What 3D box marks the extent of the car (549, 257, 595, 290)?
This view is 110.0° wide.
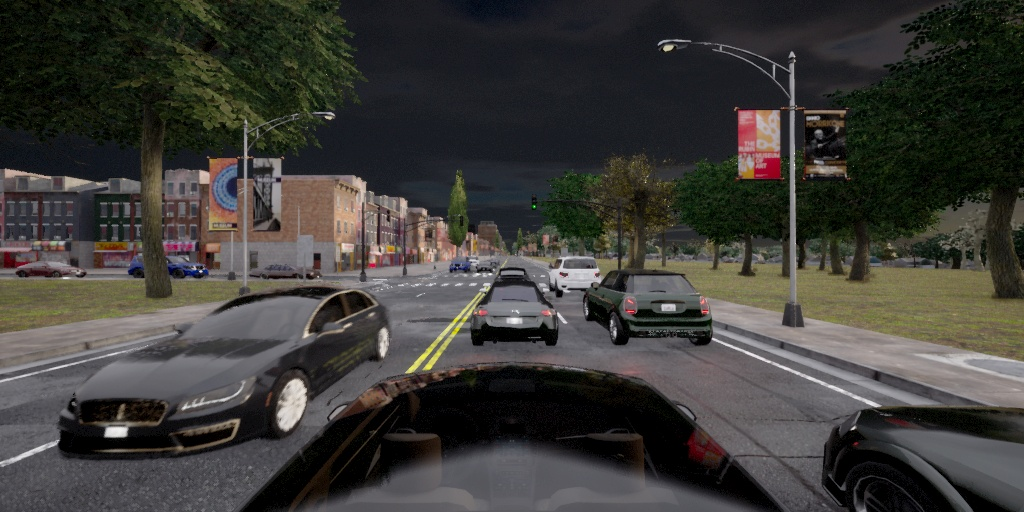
[{"bbox_3d":[3.268,1.054,19.406,2.150,2.045,5.566,0,0,0],"label":"car"}]

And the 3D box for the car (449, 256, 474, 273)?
[{"bbox_3d":[-6.670,1.081,46.578,2.150,2.045,5.566,0,0,0],"label":"car"}]

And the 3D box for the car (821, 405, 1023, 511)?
[{"bbox_3d":[3.341,1.314,0.966,1.994,1.385,4.181,0,0,0],"label":"car"}]

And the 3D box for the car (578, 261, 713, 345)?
[{"bbox_3d":[3.315,1.121,9.693,2.097,1.767,4.553,0,0,0],"label":"car"}]

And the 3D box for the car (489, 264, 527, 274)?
[{"bbox_3d":[0.018,1.331,18.415,1.837,1.490,4.892,0,0,0],"label":"car"}]

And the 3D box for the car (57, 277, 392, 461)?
[{"bbox_3d":[-3.355,1.256,5.465,1.837,1.490,4.892,0,0,0],"label":"car"}]

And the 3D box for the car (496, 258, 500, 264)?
[{"bbox_3d":[-3.427,1.354,56.427,1.994,1.385,4.181,0,1,0],"label":"car"}]

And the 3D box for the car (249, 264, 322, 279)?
[{"bbox_3d":[-19.419,1.383,30.892,5.357,1.411,2.033,1,0,-3],"label":"car"}]

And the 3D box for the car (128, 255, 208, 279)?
[{"bbox_3d":[-29.607,0.963,30.927,5.566,2.045,2.150,0,0,0],"label":"car"}]

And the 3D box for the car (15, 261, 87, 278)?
[{"bbox_3d":[-39.734,1.194,30.927,4.674,1.442,1.812,0,0,0],"label":"car"}]

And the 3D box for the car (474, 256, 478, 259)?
[{"bbox_3d":[-6.675,0.985,59.362,2.150,2.045,5.566,0,1,0],"label":"car"}]

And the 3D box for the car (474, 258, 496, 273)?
[{"bbox_3d":[-3.418,1.366,46.049,1.837,1.490,4.892,0,0,0],"label":"car"}]

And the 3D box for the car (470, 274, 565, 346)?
[{"bbox_3d":[0.063,1.332,9.497,1.994,1.385,4.181,0,0,0],"label":"car"}]
